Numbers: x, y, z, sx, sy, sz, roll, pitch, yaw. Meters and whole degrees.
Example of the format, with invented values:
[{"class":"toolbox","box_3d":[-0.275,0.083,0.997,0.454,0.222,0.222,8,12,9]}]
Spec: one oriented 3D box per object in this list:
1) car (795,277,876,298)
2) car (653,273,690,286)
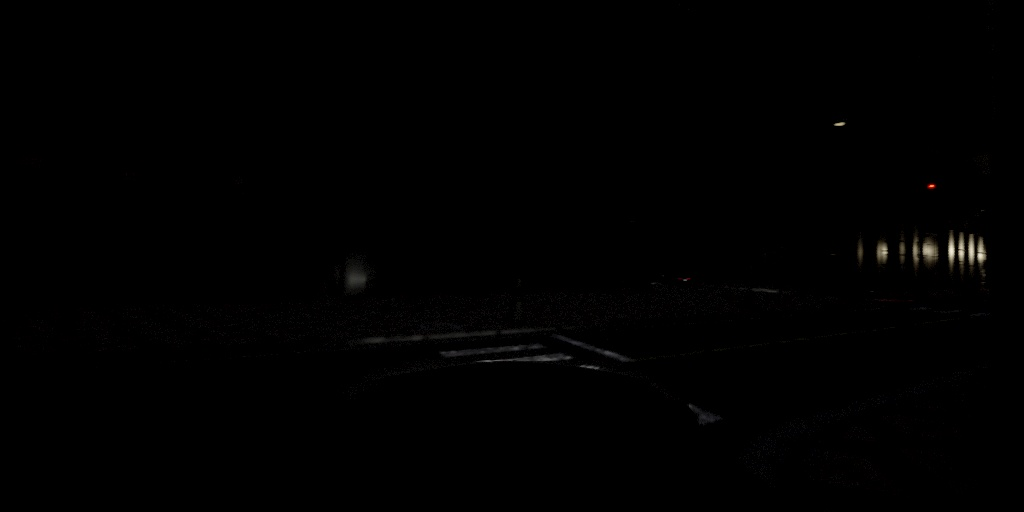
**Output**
[{"class":"car","box_3d":[25.564,2.440,28.585,2.128,1.511,4.902,3,-2,-21]},{"class":"car","box_3d":[18.966,2.773,42.836,1.994,1.385,4.181,3,-2,-25]}]
